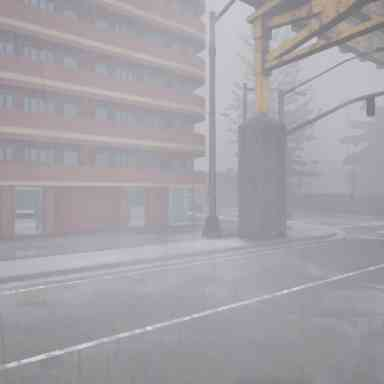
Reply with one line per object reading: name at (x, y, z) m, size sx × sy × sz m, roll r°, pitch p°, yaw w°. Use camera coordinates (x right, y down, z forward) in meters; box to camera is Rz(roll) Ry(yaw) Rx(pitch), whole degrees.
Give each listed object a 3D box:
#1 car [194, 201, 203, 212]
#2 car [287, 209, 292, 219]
car at (-0.766, 1.478, 38.397) m, size 1.882 × 1.535 × 5.008 m, roll 0°, pitch 0°, yaw -35°
car at (6.284, 1.526, 28.488) m, size 1.812 × 1.442 × 4.674 m, roll 0°, pitch 0°, yaw -36°
